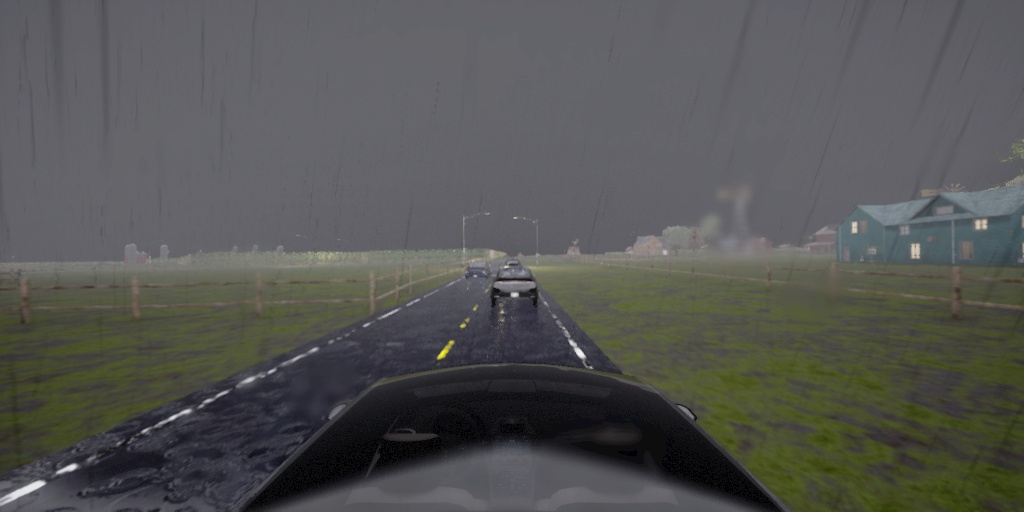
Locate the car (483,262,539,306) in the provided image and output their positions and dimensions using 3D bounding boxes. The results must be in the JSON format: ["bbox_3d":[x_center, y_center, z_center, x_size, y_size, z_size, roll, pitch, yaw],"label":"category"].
[{"bbox_3d":[0.096,1.178,15.371,2.128,1.511,4.902,0,0,0],"label":"car"}]

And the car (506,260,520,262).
[{"bbox_3d":[0.088,1.096,35.803,1.837,1.490,4.892,0,0,0],"label":"car"}]

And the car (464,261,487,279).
[{"bbox_3d":[-2.804,1.164,30.330,2.033,1.411,5.357,0,0,1],"label":"car"}]
